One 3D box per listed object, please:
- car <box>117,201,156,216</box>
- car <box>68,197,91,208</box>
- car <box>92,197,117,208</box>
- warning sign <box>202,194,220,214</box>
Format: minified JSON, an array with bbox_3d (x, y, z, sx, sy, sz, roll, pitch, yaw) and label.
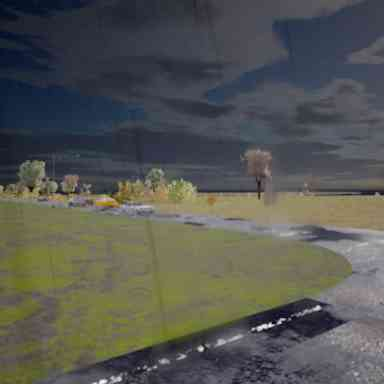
[{"bbox_3d":[-5.448,1.621,33.269,1.895,1.301,4.718,0,0,-35],"label":"car"},{"bbox_3d":[-17.423,1.603,50.435,1.837,1.490,4.892,0,0,-35],"label":"car"},{"bbox_3d":[-12.437,1.533,48.219,1.882,1.535,5.008,0,0,-34],"label":"car"},{"bbox_3d":[1.844,1.094,32.120,1.300,1.860,1.060,0,0,-35],"label":"warning sign"}]
